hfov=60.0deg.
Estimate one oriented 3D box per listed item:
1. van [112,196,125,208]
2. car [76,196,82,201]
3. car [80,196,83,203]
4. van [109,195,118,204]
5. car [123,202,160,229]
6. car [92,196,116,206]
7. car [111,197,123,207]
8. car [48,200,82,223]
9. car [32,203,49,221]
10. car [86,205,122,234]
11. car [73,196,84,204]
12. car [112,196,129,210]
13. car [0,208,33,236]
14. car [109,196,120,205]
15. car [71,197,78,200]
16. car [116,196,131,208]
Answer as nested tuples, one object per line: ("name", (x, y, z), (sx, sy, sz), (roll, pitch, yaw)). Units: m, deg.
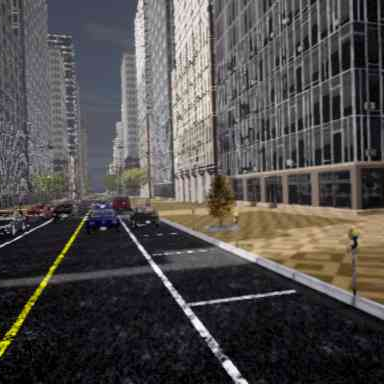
("van", (-12.211, 1.588, 55.136), (1.690, 1.788, 3.998), (-3, 0, -15))
("car", (-24.766, 2.198, 69.384), (2.008, 1.369, 4.403), (-3, 0, -15))
("car", (-27.760, 2.155, 80.350), (1.967, 1.590, 4.097), (-3, 0, -15))
("van", (-18.190, 1.724, 77.070), (1.690, 1.788, 3.998), (-3, 0, -15))
("car", (-3.234, 1.590, 22.236), (2.008, 1.369, 4.403), (-3, 0, -15))
("car", (-9.620, 1.573, 35.727), (2.097, 1.767, 4.553), (-2, 0, -15))
("car", (-13.701, 1.721, 60.621), (1.967, 1.590, 4.097), (-3, 0, -15))
("car", (-10.940, 1.798, 28.904), (1.837, 1.490, 4.892), (-2, 0, -15))
("car", (-14.302, 1.989, 30.999), (1.802, 1.307, 4.206), (-3, 0, -15))
("car", (-5.437, 1.726, 20.390), (1.895, 1.301, 4.718), (-2, 0, -15))
("car", (-29.261, 2.063, 85.833), (2.192, 1.841, 5.009), (-3, 0, -15))
("car", (-10.718, 1.528, 49.653), (2.192, 1.841, 5.009), (-3, 0, -15))
("car", (-11.314, 1.889, 20.032), (2.008, 1.369, 4.403), (-3, 0, -15))
("car", (-16.691, 1.789, 71.587), (1.967, 1.590, 4.097), (-3, 0, -15))
("car", (-21.776, 2.145, 58.417), (1.947, 1.339, 4.313), (-3, 0, -15))
("car", (-9.224, 1.493, 44.169), (2.192, 1.841, 5.009), (-3, 0, -15))
